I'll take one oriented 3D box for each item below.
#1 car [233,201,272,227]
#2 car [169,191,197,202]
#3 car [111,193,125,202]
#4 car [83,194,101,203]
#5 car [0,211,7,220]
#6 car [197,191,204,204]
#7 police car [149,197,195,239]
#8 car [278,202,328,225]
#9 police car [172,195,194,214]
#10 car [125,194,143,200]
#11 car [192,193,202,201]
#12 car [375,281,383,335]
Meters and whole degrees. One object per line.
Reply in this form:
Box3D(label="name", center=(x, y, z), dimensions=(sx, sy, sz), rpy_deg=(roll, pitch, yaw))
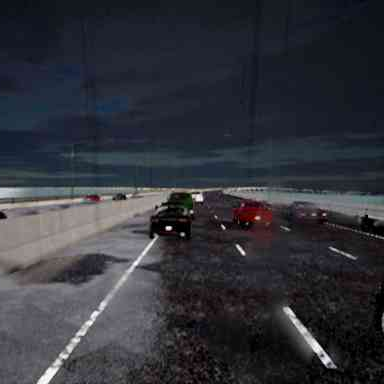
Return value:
Box3D(label="car", center=(3.741, 1.311, 21.238), dimensions=(1.882, 1.535, 5.008), rpy_deg=(0, 0, 1))
Box3D(label="car", center=(-0.856, 1.016, 26.488), dimensions=(2.150, 2.045, 5.566), rpy_deg=(0, 0, 1))
Box3D(label="car", center=(-13.235, 0.984, 60.574), dimensions=(1.882, 1.535, 5.008), rpy_deg=(0, 1, 2))
Box3D(label="car", center=(-16.859, 1.070, 56.234), dimensions=(1.812, 1.442, 4.674), rpy_deg=(0, 0, 2))
Box3D(label="car", center=(-10.513, 1.386, 15.316), dimensions=(1.837, 1.490, 4.892), rpy_deg=(0, 0, 0))
Box3D(label="car", center=(0.592, 0.806, 51.156), dimensions=(2.150, 2.045, 5.566), rpy_deg=(0, 0, 1))
Box3D(label="police car", center=(-0.959, 1.296, 16.585), dimensions=(1.930, 1.638, 5.238), rpy_deg=(0, 0, 0))
Box3D(label="car", center=(7.248, 1.373, 22.181), dimensions=(2.033, 1.411, 5.357), rpy_deg=(0, 0, 1))
Box3D(label="police car", center=(-0.777, 1.166, 32.559), dimensions=(1.930, 1.638, 5.238), rpy_deg=(0, 0, 1))
Box3D(label="car", center=(-9.813, 1.092, 57.953), dimensions=(1.994, 1.385, 4.181), rpy_deg=(0, 1, 2))
Box3D(label="car", center=(0.997, 0.985, 68.116), dimensions=(2.033, 1.411, 5.357), rpy_deg=(0, 1, 2))
Box3D(label="car", center=(3.614, 1.468, 2.978), dimensions=(2.128, 1.511, 4.902), rpy_deg=(0, 0, 0))
